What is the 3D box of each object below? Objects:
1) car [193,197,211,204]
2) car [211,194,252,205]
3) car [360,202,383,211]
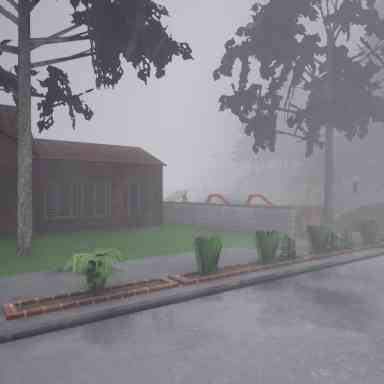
[{"bbox_3d":[2.349,1.547,54.453,2.033,1.411,5.357,0,0,-36],"label":"car"},{"bbox_3d":[5.329,1.221,43.246,2.150,2.045,5.566,0,0,-36],"label":"car"},{"bbox_3d":[16.295,1.564,27.905,1.994,1.385,4.181,0,0,-36],"label":"car"}]
